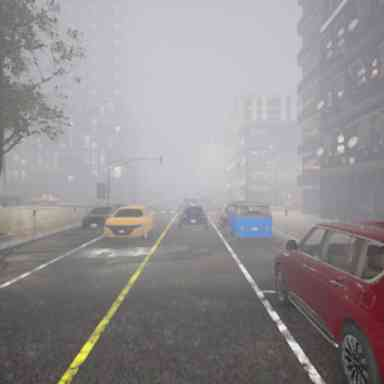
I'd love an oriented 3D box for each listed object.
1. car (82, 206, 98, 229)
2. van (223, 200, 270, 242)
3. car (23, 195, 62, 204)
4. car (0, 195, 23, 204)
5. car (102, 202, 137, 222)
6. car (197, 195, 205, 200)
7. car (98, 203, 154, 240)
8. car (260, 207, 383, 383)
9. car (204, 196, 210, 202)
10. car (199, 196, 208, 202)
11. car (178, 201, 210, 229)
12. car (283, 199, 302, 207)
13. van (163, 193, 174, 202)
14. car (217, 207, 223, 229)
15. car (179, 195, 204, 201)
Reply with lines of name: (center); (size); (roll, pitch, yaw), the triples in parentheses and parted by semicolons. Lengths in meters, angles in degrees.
car: (-5.716, 1.556, 21.572); (1.947, 1.339, 4.313); (0, 0, 0)
van: (2.670, 1.333, 16.031); (1.690, 1.788, 3.998); (0, 0, 0)
car: (-22.087, 1.108, 49.909); (4.829, 1.417, 1.752); (1, -1, -1)
car: (-27.532, 1.047, 49.753); (4.313, 1.339, 1.947); (1, -1, -1)
car: (-5.722, 1.554, 26.818); (1.947, 1.339, 4.313); (0, 0, 0)
car: (2.585, 1.529, 93.403); (2.008, 1.369, 4.403); (0, 0, 0)
car: (-3.101, 1.469, 17.182); (1.882, 1.535, 5.008); (0, 0, 0)
car: (2.682, 1.312, 4.929); (2.192, 1.841, 5.009); (0, 0, 0)
car: (2.615, 1.545, 66.473); (1.947, 1.339, 4.313); (0, 0, 0)
car: (2.603, 1.523, 76.440); (1.887, 1.381, 4.507); (0, 0, 0)
car: (0.074, 1.516, 21.500); (1.812, 1.442, 4.674); (0, 0, 0)
car: (15.972, 1.739, 50.295); (4.097, 1.590, 1.967); (1, -1, -1)
van: (-5.778, 1.320, 76.430); (1.690, 1.788, 3.998); (0, 0, 0)
car: (2.664, 1.430, 21.582); (1.967, 1.590, 4.097); (0, 0, 0)
car: (-0.361, 1.342, 36.928); (2.097, 1.767, 4.553); (0, 0, -7)
